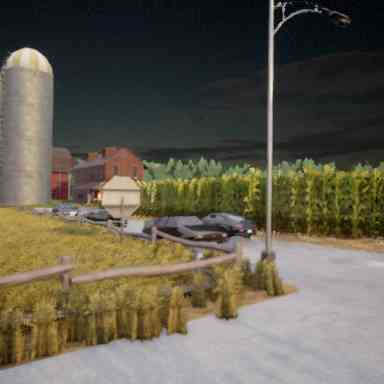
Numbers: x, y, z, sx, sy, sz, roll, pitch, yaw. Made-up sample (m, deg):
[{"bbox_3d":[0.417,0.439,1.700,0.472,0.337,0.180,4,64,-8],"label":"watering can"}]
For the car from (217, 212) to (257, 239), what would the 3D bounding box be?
[{"bbox_3d":[1.652,1.889,19.137,1.812,1.442,4.674,1,-1,-36],"label":"car"}]

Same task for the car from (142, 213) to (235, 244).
[{"bbox_3d":[-0.553,1.844,16.556,2.033,1.411,5.357,1,-1,-36],"label":"car"}]

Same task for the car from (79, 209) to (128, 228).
[{"bbox_3d":[-6.513,1.956,24.836,1.895,1.301,4.718,1,-1,-36],"label":"car"}]

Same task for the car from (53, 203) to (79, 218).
[{"bbox_3d":[-12.559,1.865,33.302,2.128,1.511,4.902,1,-1,-35],"label":"car"}]
